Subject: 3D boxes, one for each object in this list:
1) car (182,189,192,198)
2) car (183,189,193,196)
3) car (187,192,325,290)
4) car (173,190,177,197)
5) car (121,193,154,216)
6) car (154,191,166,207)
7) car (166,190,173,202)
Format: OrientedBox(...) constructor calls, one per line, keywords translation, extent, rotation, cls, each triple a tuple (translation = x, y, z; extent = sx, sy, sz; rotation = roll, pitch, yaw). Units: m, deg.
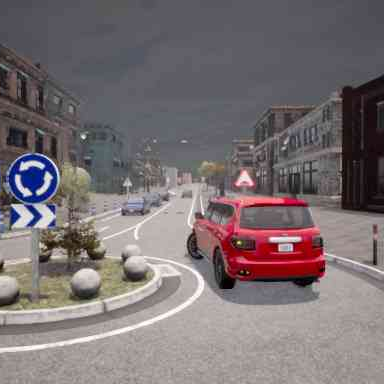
OrientedBox(translation=(-0.917, 0.345, 60.173), extent=(2.033, 1.411, 5.357), rotation=(0, 1, 1), cls="car")
OrientedBox(translation=(-0.824, 0.138, 70.434), extent=(1.812, 1.442, 4.674), rotation=(0, 1, 1), cls="car")
OrientedBox(translation=(1.397, 1.141, 9.102), extent=(2.150, 2.045, 5.566), rotation=(0, 1, -9), cls="car")
OrientedBox(translation=(-3.944, 0.270, 64.247), extent=(1.812, 1.442, 4.674), rotation=(0, 1, 1), cls="car")
OrientedBox(translation=(-4.734, 1.130, 28.601), extent=(1.812, 1.442, 4.674), rotation=(0, 2, 2), cls="car")
OrientedBox(translation=(-4.518, 0.888, 38.665), extent=(1.837, 1.490, 4.892), rotation=(0, 2, 1), cls="car")
OrientedBox(translation=(-4.317, 0.549, 48.563), extent=(1.882, 1.535, 5.008), rotation=(0, 2, 1), cls="car")
